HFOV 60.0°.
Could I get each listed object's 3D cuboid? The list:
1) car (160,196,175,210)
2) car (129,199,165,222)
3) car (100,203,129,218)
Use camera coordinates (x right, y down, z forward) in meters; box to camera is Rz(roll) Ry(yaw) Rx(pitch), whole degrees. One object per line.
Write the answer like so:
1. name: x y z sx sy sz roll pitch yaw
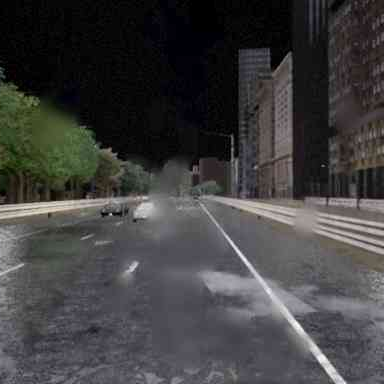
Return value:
1. car: -3.408 1.399 44.185 2.097 1.767 4.553 0 0 0
2. car: -3.402 1.545 26.084 1.812 1.442 4.674 0 0 0
3. car: -6.912 1.626 30.501 1.895 1.301 4.718 0 0 0
